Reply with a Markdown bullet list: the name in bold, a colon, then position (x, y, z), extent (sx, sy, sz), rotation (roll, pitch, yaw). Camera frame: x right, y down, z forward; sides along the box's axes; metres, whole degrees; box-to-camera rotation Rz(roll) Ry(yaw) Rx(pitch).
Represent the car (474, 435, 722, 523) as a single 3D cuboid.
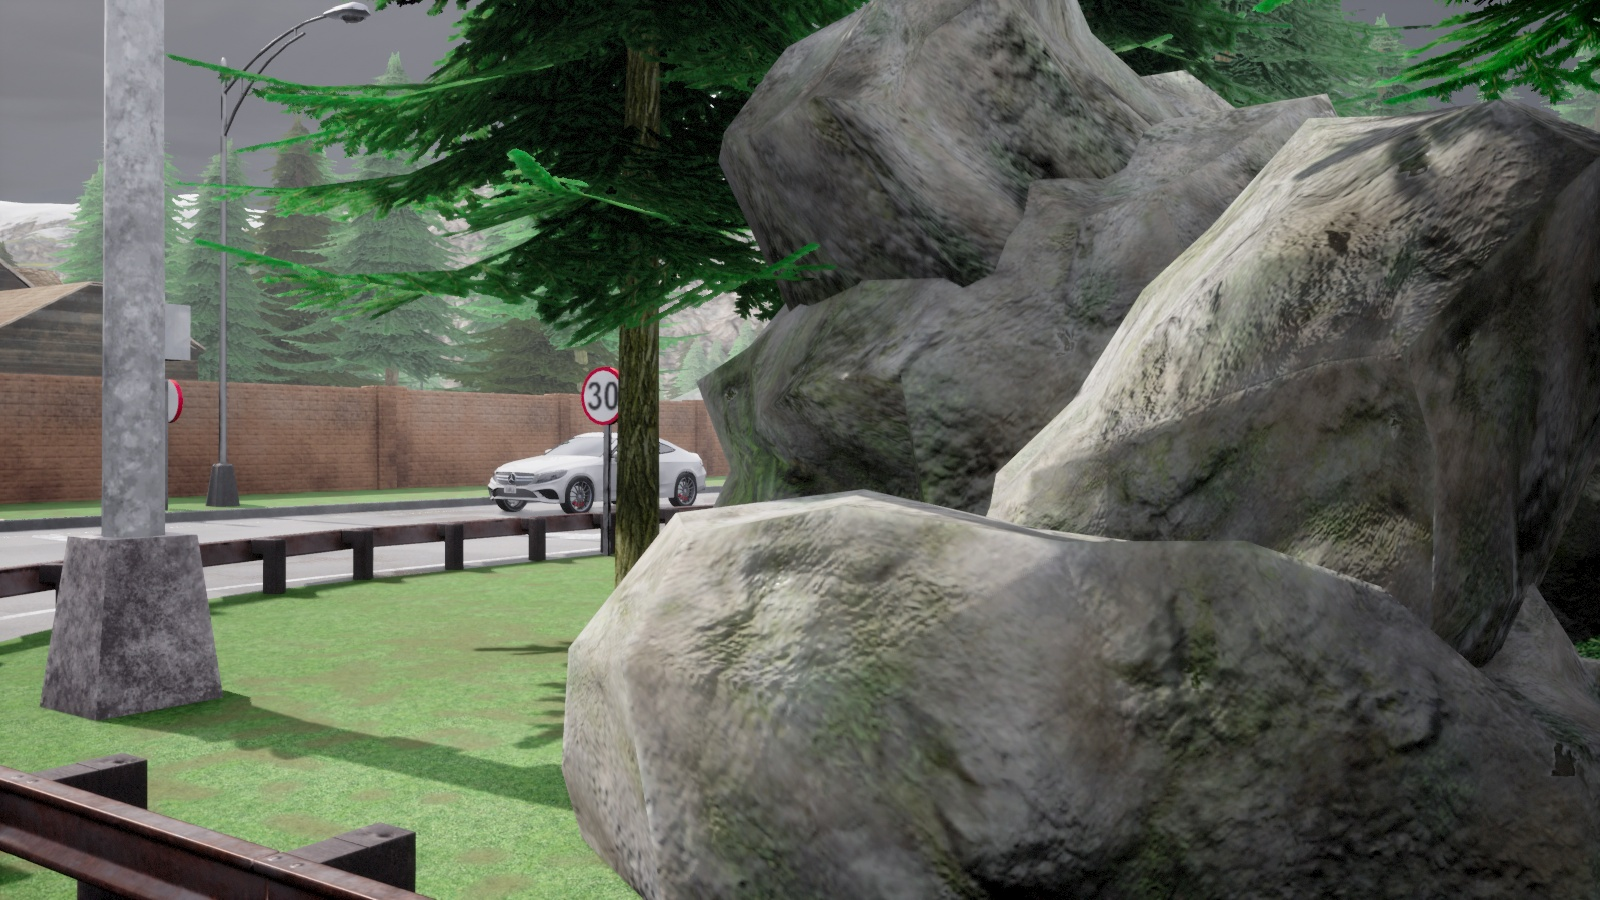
- **car**: position (-3.608, 0.457, 23.271), extent (1.812, 1.442, 4.674), rotation (0, 1, 34)
